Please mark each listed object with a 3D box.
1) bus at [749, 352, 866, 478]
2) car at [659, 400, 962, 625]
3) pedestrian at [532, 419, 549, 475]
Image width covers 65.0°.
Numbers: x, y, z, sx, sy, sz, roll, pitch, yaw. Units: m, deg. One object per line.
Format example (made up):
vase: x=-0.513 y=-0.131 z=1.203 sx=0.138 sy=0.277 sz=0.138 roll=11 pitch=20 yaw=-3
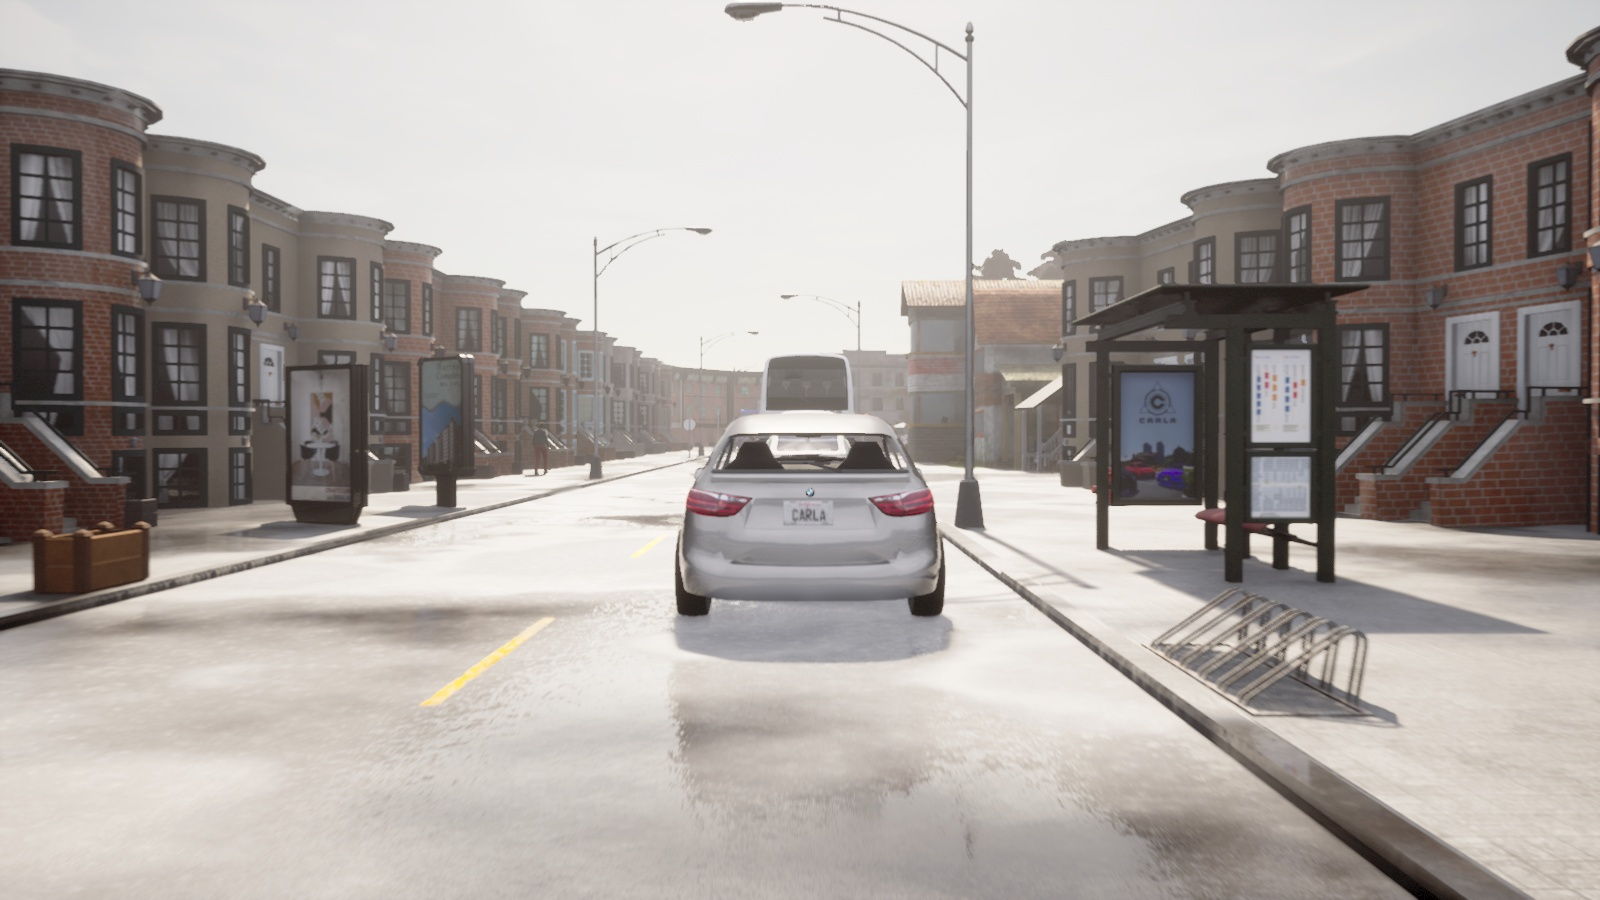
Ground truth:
bus: x=0.276 y=-1.266 z=47.602 sx=3.944 sy=4.253 sz=10.273 roll=0 pitch=1 yaw=0
car: x=0.080 y=0.434 z=11.618 sx=2.242 sy=1.667 sz=4.611 roll=0 pitch=1 yaw=0
pedestrian: x=-8.646 y=-0.110 z=41.865 sx=0.353 sy=1.847 sz=0.614 roll=0 pitch=1 yaw=11
